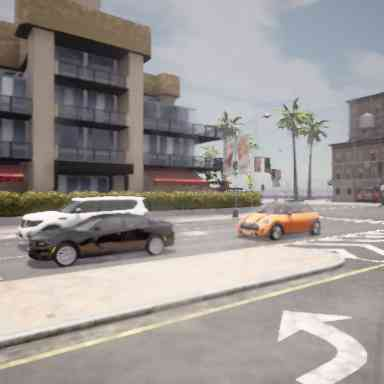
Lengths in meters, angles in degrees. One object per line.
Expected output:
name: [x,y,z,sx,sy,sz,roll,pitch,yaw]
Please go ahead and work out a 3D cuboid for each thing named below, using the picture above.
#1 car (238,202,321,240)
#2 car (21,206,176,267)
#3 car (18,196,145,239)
car: [4.483,1.345,16.937,4.553,1.767,2.097,0,0,-35]
car: [-2.950,1.475,11.624,5.008,1.535,1.882,0,0,-35]
car: [-4.550,1.219,14.769,5.566,2.045,2.150,0,0,-35]
